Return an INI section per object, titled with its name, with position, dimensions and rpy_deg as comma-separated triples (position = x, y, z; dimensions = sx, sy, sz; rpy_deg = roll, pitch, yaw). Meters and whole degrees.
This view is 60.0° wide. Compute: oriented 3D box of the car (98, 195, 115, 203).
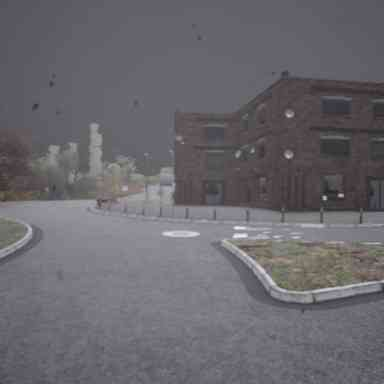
[car]
position = -14.027, 1.120, 54.403
dimensions = 2.033, 1.411, 5.357
rpy_deg = 1, -1, 0
